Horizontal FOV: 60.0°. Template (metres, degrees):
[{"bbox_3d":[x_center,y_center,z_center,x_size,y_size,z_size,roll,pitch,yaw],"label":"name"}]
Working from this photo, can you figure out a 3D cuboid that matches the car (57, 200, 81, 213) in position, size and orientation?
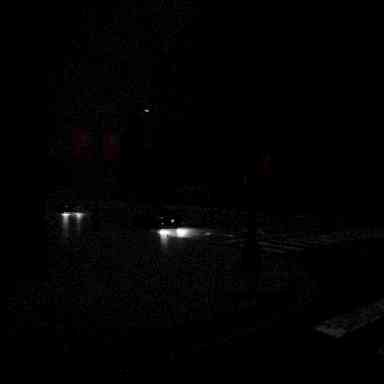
[{"bbox_3d":[-14.780,1.679,39.708,1.812,1.442,4.674,0,0,-35],"label":"car"}]

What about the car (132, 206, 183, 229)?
[{"bbox_3d":[-2.365,1.635,22.383,1.994,1.385,4.181,0,0,-36],"label":"car"}]
